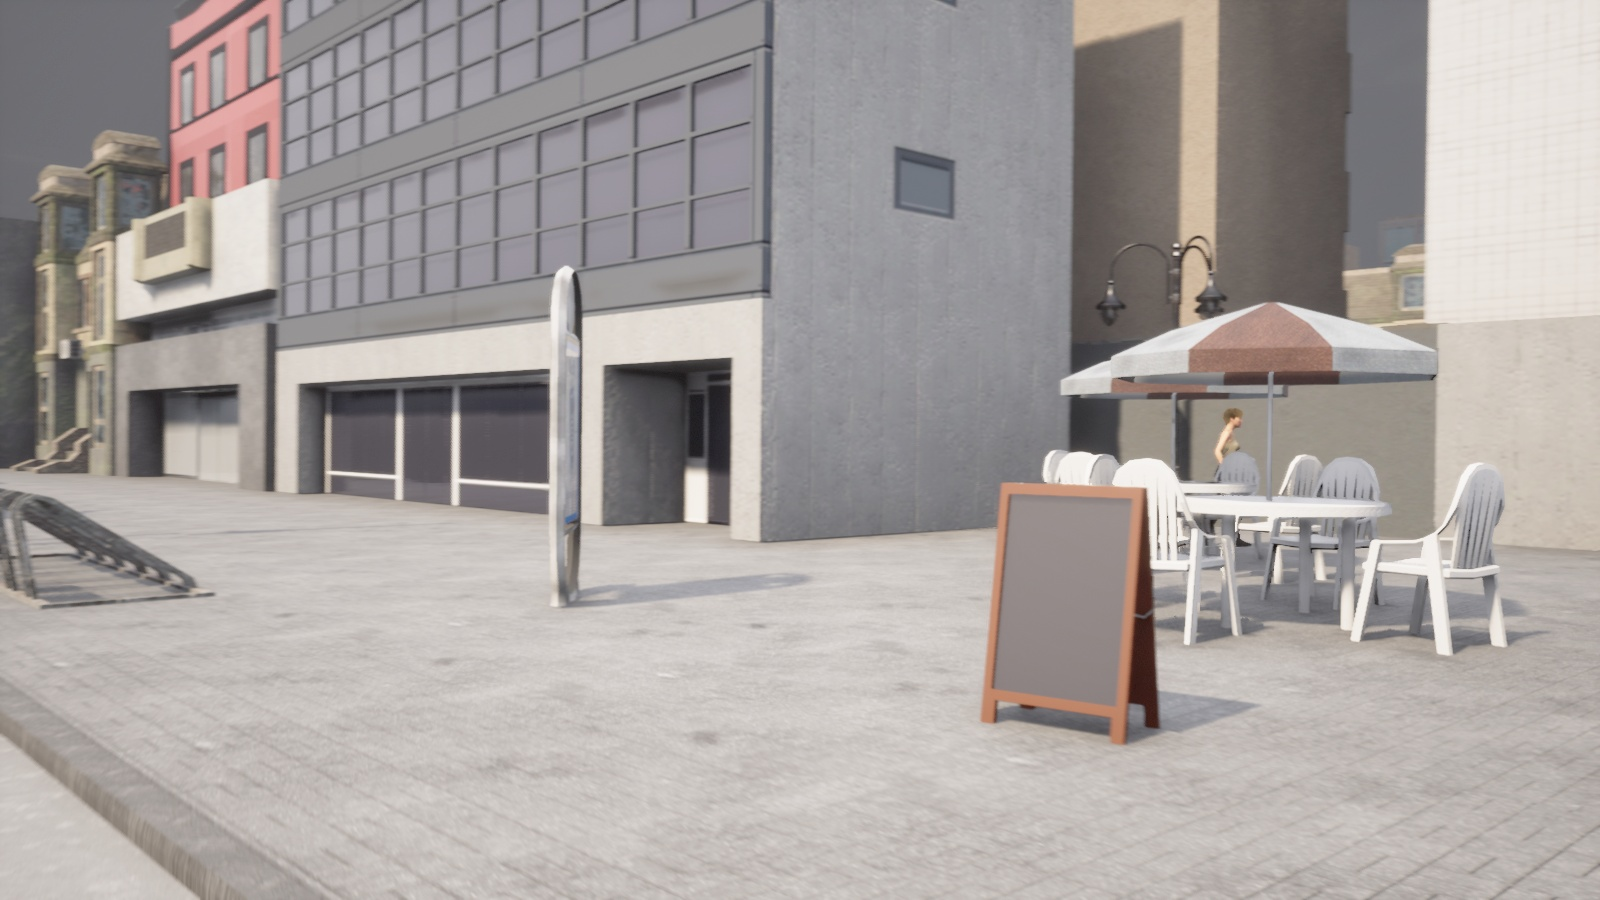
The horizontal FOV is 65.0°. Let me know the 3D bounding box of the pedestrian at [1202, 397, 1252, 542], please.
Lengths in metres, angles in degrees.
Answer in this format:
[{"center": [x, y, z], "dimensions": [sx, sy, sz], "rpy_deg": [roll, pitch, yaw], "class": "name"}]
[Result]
[{"center": [5.517, 0.246, 16.214], "dimensions": [0.594, 1.836, 0.345], "rpy_deg": [0, 1, 20], "class": "pedestrian"}]
